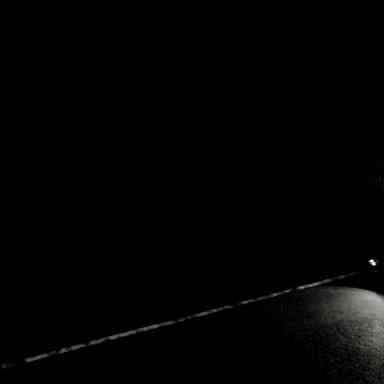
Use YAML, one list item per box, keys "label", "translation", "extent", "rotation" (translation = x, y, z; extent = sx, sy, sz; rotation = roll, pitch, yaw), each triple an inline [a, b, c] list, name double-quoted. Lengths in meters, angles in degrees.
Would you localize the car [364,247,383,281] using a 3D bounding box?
- label: "car"
  translation: [6.743, 1.575, 8.800]
  extent: [5.357, 1.411, 2.033]
  rotation: [0, 0, -36]
